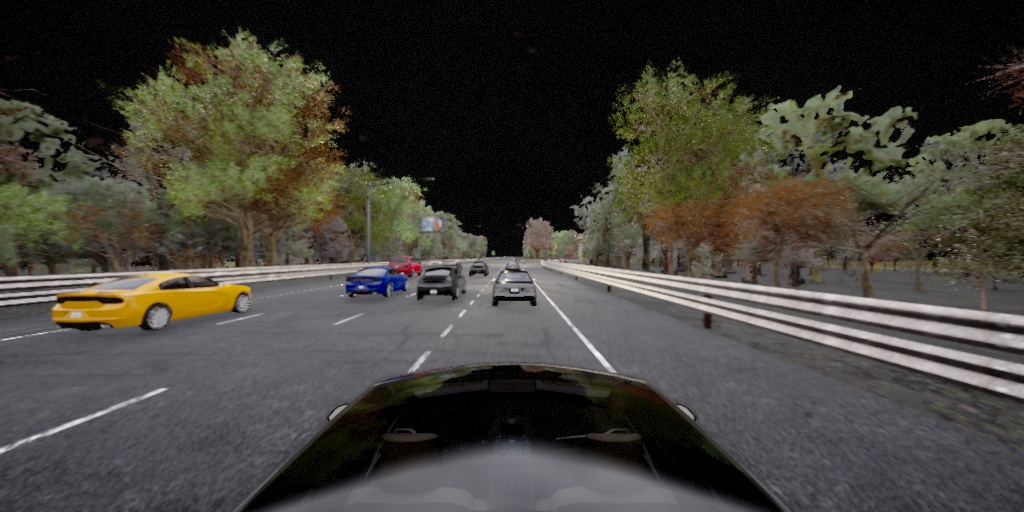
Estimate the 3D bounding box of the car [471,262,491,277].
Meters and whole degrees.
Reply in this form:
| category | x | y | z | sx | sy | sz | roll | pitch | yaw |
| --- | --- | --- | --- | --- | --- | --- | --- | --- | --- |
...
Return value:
| category | x | y | z | sx | sy | sz | roll | pitch | yaw |
| --- | --- | --- | --- | --- | --- | --- | --- | --- | --- |
| car | -3.409 | 1.381 | 38.190 | 1.837 | 1.490 | 4.892 | 0 | 0 | 0 |

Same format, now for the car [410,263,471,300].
| category | x | y | z | sx | sy | sz | roll | pitch | yaw |
| --- | --- | --- | --- | --- | --- | --- | --- | --- | --- |
| car | -3.405 | 1.312 | 17.998 | 1.837 | 1.490 | 4.892 | 0 | 0 | 0 |

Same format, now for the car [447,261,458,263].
| category | x | y | z | sx | sy | sz | roll | pitch | yaw |
| --- | --- | --- | --- | --- | --- | --- | --- | --- | --- |
| car | -6.910 | 1.382 | 42.322 | 2.128 | 1.511 | 4.902 | 0 | 0 | 0 |

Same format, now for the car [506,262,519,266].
| category | x | y | z | sx | sy | sz | roll | pitch | yaw |
| --- | --- | --- | --- | --- | --- | --- | --- | --- | --- |
| car | 0.100 | 1.479 | 49.366 | 1.994 | 1.385 | 4.181 | 0 | 0 | 0 |

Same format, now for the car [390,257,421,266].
| category | x | y | z | sx | sy | sz | roll | pitch | yaw |
| --- | --- | --- | --- | --- | --- | --- | --- | --- | --- |
| car | -10.407 | 1.088 | 35.274 | 2.150 | 2.045 | 5.566 | 0 | 0 | 0 |

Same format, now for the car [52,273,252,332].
| category | x | y | z | sx | sy | sz | roll | pitch | yaw |
| --- | --- | --- | --- | --- | --- | --- | --- | --- | --- |
| car | -10.403 | 1.258 | 11.037 | 1.882 | 1.535 | 5.008 | 0 | 0 | 0 |

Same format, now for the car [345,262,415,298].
| category | x | y | z | sx | sy | sz | roll | pitch | yaw |
| --- | --- | --- | --- | --- | --- | --- | --- | --- | --- |
| car | -6.905 | 1.285 | 18.896 | 1.882 | 1.535 | 5.008 | 0 | 0 | 0 |

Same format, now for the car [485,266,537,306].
| category | x | y | z | sx | sy | sz | roll | pitch | yaw |
| --- | --- | --- | --- | --- | --- | --- | --- | --- | --- |
| car | 0.096 | 1.347 | 16.144 | 2.033 | 1.411 | 5.357 | 0 | 0 | 0 |
